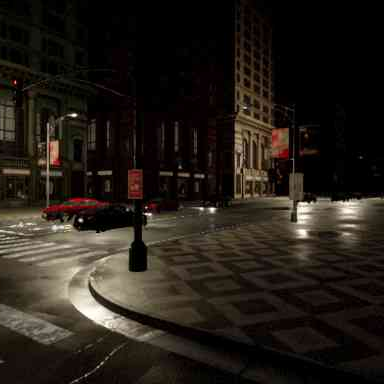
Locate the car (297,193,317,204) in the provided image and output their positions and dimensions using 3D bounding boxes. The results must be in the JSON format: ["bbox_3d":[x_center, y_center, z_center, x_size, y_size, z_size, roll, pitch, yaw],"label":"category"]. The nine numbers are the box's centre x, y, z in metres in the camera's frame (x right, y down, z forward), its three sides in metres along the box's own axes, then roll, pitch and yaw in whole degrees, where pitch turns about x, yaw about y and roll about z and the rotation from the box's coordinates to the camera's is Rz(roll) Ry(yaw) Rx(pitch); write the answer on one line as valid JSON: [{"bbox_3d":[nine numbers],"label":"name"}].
[{"bbox_3d":[16.256,0.861,47.286,2.128,1.511,4.902,0,1,35],"label":"car"}]

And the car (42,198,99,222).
[{"bbox_3d":[-8.350,1.231,24.221,1.882,1.535,5.008,0,1,35],"label":"car"}]

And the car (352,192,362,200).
[{"bbox_3d":[29.565,0.675,60.404,1.812,1.442,4.674,0,1,35],"label":"car"}]

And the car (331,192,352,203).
[{"bbox_3d":[22.408,0.834,50.329,1.812,1.442,4.674,0,1,36],"label":"car"}]

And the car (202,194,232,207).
[{"bbox_3d":[3.054,1.008,40.252,1.837,1.490,4.892,0,1,36],"label":"car"}]

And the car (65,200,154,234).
[{"bbox_3d":[-4.403,1.383,18.340,1.994,1.385,4.181,0,1,36],"label":"car"}]

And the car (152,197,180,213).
[{"bbox_3d":[-2.982,1.199,31.769,1.994,1.385,4.181,0,1,36],"label":"car"}]
